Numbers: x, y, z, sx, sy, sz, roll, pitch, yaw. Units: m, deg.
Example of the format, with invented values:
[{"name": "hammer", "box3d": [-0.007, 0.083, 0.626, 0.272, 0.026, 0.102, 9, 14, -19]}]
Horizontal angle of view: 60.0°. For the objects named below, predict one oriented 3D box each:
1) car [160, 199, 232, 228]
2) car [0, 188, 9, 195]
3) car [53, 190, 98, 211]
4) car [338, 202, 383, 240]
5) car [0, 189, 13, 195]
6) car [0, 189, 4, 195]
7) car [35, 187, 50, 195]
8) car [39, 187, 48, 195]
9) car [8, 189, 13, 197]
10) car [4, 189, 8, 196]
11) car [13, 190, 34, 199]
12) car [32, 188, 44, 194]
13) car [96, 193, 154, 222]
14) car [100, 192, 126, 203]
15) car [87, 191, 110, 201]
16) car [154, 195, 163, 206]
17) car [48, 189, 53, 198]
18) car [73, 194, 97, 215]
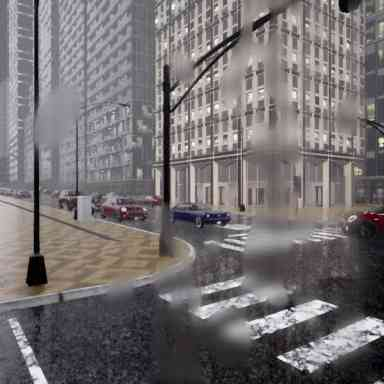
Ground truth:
[{"name": "car", "box3d": [0.218, 1.315, 19.931, 1.895, 1.301, 4.718, 0, 1, -35]}, {"name": "car", "box3d": [-43.500, -0.113, 76.651, 1.887, 1.381, 4.507, 1, 0, -36]}, {"name": "car", "box3d": [-11.068, 0.729, 31.311, 2.192, 1.841, 5.009, 1, 0, -36]}, {"name": "car", "box3d": [9.257, 1.231, 15.358, 4.553, 1.767, 2.097, 1, 1, 14]}, {"name": "car", "box3d": [-40.258, 0.015, 72.117, 1.947, 1.339, 4.313, 1, 0, -36]}, {"name": "car", "box3d": [-37.015, 0.107, 67.583, 2.008, 1.369, 4.403, 1, 0, -36]}, {"name": "car", "box3d": [-36.726, -0.357, 81.593, 2.192, 1.841, 5.009, 1, 0, -36]}, {"name": "car", "box3d": [-33.488, -0.020, 77.058, 1.887, 1.381, 4.507, 1, 0, -36]}, {"name": "car", "box3d": [-30.529, 0.321, 58.515, 2.008, 1.369, 4.403, 1, 0, -36]}, {"name": "car", "box3d": [-33.772, 0.208, 63.049, 1.887, 1.381, 4.507, 1, 0, -36]}, {"name": "car", "box3d": [-27.287, 0.422, 53.981, 1.887, 1.381, 4.507, 1, 0, -36]}, {"name": "car", "box3d": [-39.976, -0.213, 86.130, 1.947, 1.339, 4.313, 1, 0, -36]}, {"name": "car", "box3d": [-4.586, 1.068, 22.243, 1.967, 1.590, 4.097, 1, 0, -36]}, {"name": "car", "box3d": [-10.880, 0.707, 45.447, 1.752, 1.417, 4.829, 1, 0, -36]}, {"name": "car", "box3d": [-14.026, 0.643, 49.845, 1.947, 1.339, 4.313, 1, 0, -36]}, {"name": "car", "box3d": [-4.295, 0.982, 36.237, 1.802, 1.307, 4.206, 1, 0, -36]}, {"name": "car", "box3d": [-23.109, 0.329, 58.068, 1.882, 1.535, 5.008, 0, 1, -36]}, {"name": "car", "box3d": [-7.833, 1.103, 26.778, 1.802, 1.307, 4.206, 1, 0, -36]}]
